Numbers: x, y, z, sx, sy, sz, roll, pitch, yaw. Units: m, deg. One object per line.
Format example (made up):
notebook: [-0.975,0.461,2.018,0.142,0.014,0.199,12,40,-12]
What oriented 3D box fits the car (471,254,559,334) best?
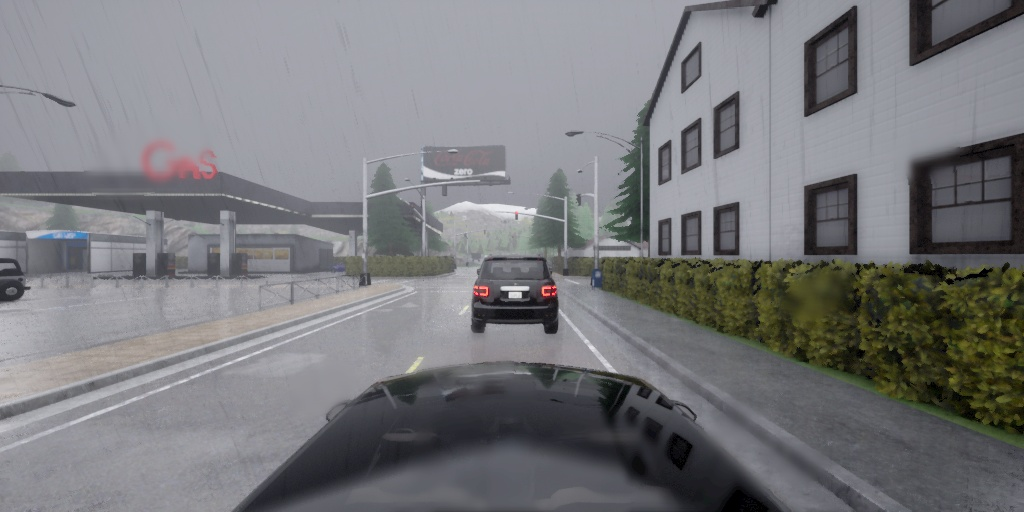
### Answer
car: [0.081,0.971,10.746,2.150,2.045,5.566,0,0,0]
